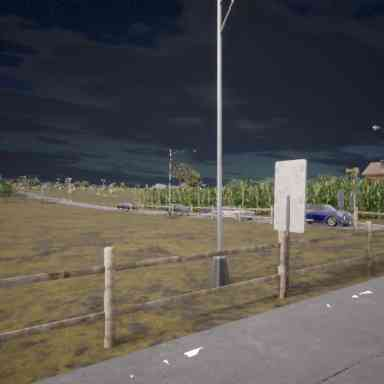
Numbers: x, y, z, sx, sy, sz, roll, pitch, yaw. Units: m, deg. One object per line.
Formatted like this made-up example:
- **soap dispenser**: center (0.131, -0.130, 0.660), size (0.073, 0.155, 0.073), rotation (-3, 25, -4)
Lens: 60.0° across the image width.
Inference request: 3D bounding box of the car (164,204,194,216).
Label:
- **car**: center (-1.676, 2.232, 41.713), size (1.837, 1.490, 4.892), rotation (3, -2, -35)

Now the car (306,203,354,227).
- **car**: center (9.947, 1.668, 25.497), size (2.097, 1.767, 4.553), rotation (3, -3, -37)

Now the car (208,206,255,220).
- **car**: center (4.118, 2.126, 33.558), size (1.895, 1.301, 4.718), rotation (3, -3, -35)

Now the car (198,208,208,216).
- **car**: center (2.583, 2.338, 40.790), size (1.994, 1.385, 4.181), rotation (3, -3, -35)

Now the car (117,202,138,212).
- **car**: center (-10.583, 2.401, 54.360), size (1.882, 1.535, 5.008), rotation (3, -2, -35)
